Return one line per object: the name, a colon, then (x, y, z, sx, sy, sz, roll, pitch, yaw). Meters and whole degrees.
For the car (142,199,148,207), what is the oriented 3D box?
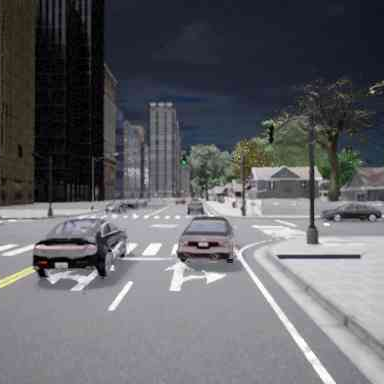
car: (-9.212, 1.993, 61.099, 1.812, 1.442, 4.674, 0, 0, 1)

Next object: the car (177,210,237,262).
car: (0.676, 1.630, 12.503, 2.033, 1.411, 5.357, 0, 0, 8)

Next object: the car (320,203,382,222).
car: (13.523, 1.744, 28.407, 4.892, 1.490, 1.837, 0, -1, 1)

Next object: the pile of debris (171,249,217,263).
pile of debris: (0.091, 2.264, 11.862, 1.500, 0.140, 1.860, 0, 0, 2)

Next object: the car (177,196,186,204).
car: (-2.523, 1.974, 81.732, 2.097, 1.767, 4.553, 0, 0, 1)

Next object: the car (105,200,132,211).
car: (-9.466, 1.816, 41.670, 2.128, 1.511, 4.902, 0, 0, 2)

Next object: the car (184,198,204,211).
car: (0.448, 1.787, 40.286, 2.128, 1.511, 4.902, 0, 0, 1)

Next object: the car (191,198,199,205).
car: (0.657, 2.050, 73.995, 1.837, 1.490, 4.892, 0, 0, 1)

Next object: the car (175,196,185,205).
car: (-2.615, 2.061, 71.587, 1.812, 1.442, 4.674, 0, 0, 1)

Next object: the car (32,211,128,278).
car: (-3.225, 1.574, 10.434, 2.128, 1.511, 4.902, 0, 0, -2)

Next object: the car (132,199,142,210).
car: (-9.347, 1.994, 50.988, 1.895, 1.301, 4.718, 0, 0, 1)
